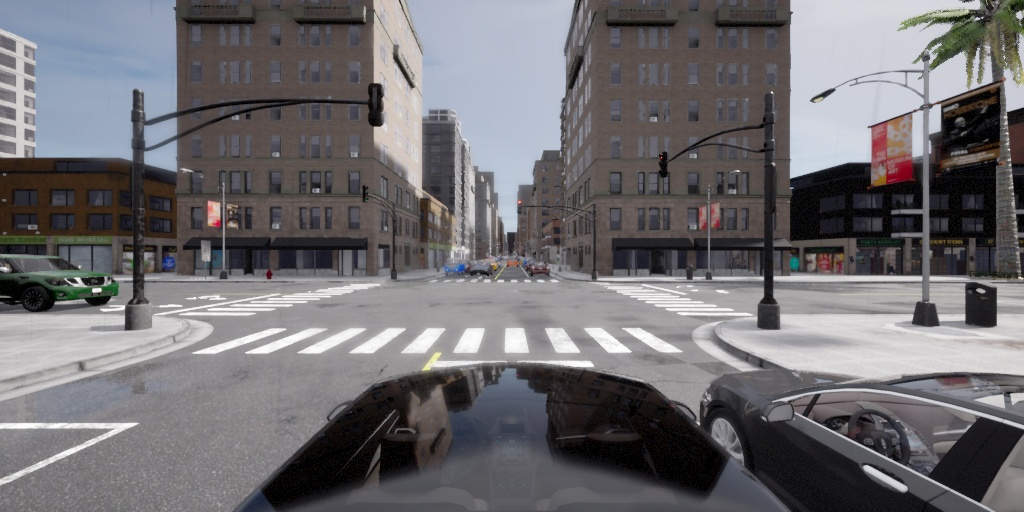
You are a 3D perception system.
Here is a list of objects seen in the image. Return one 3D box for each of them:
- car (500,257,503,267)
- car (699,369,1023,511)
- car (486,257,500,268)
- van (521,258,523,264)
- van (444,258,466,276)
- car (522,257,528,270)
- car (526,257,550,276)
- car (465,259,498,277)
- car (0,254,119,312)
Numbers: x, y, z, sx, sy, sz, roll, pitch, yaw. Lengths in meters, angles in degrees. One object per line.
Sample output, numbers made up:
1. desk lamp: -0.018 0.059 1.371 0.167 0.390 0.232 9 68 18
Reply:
1. car: -2.942 1.353 61.717 1.895 1.301 4.718 0 0 0
2. car: 2.668 1.300 1.778 2.007 1.370 4.403 0 0 0
3. car: -2.997 1.231 48.106 1.882 1.535 5.008 0 0 0
4. van: 2.796 1.094 59.105 1.690 1.789 3.998 0 0 0
5. van: -5.784 1.093 36.446 1.690 1.789 3.998 0 0 0
6. car: 2.769 1.193 47.766 1.967 1.591 4.097 0 0 0
7. car: 2.742 1.192 36.428 1.967 1.591 4.097 0 0 0
8. car: -2.999 1.299 36.636 2.033 1.411 5.357 0 0 4
9. car: -18.522 0.949 13.593 5.566 2.045 2.150 0 0 0
